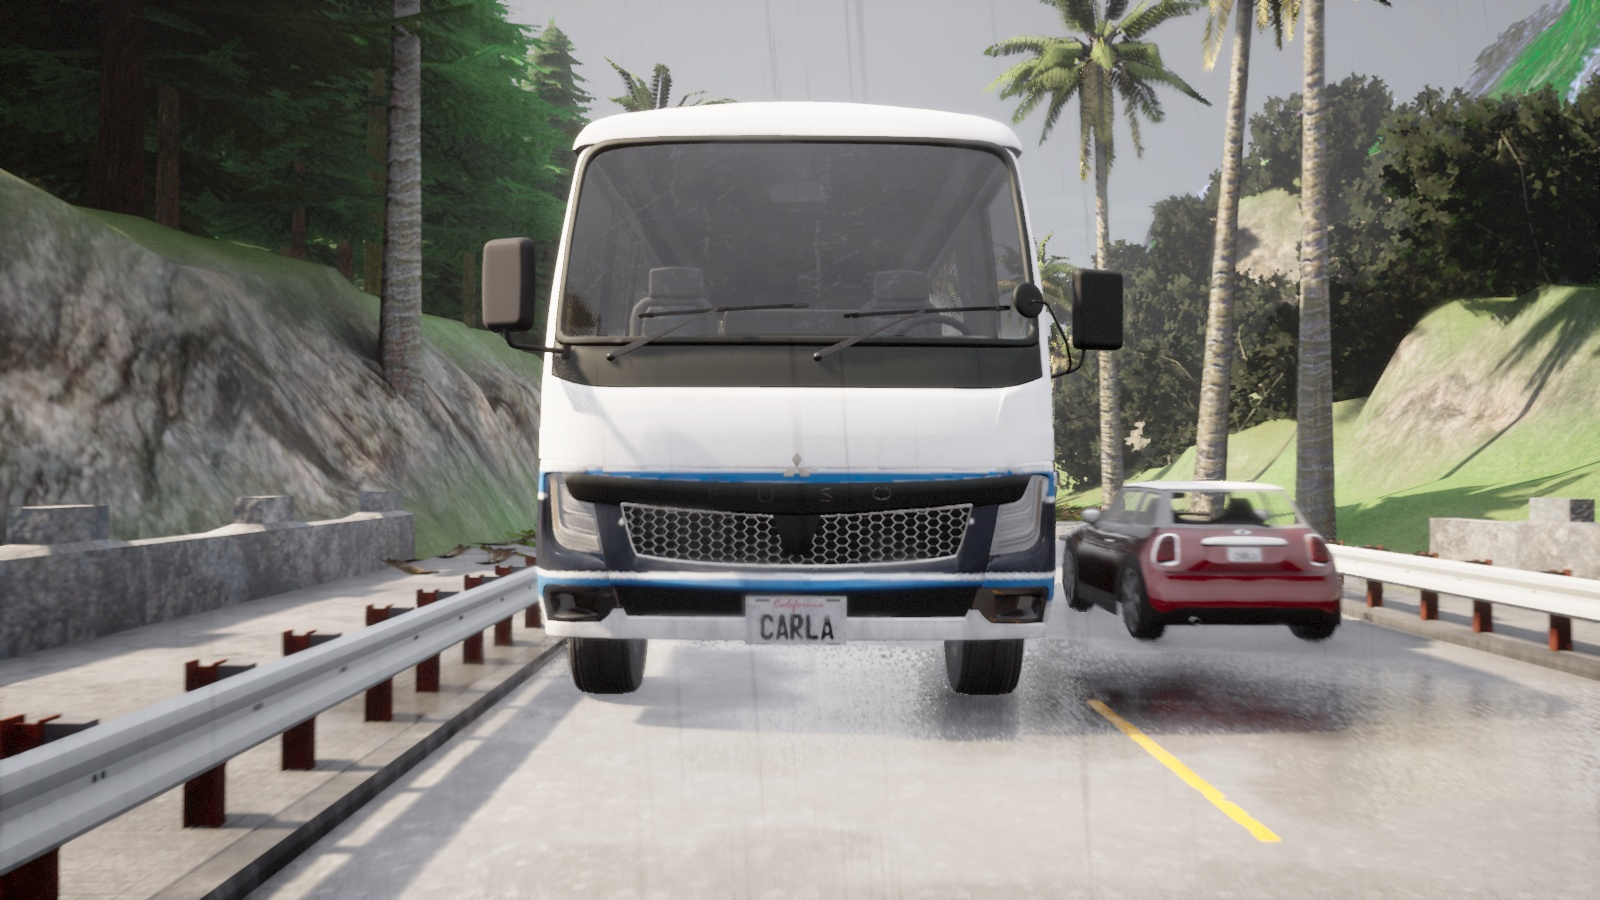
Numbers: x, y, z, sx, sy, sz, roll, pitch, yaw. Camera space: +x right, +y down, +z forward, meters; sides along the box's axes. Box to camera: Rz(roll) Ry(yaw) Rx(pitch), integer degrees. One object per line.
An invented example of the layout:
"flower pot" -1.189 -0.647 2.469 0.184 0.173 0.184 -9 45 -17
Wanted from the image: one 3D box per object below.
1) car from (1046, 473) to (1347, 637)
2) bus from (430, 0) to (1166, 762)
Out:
"car" 3.972 0.987 13.316 1.970 1.475 3.806 0 -1 0
"bus" -0.031 -0.362 11.902 3.944 4.253 10.273 0 -1 0
